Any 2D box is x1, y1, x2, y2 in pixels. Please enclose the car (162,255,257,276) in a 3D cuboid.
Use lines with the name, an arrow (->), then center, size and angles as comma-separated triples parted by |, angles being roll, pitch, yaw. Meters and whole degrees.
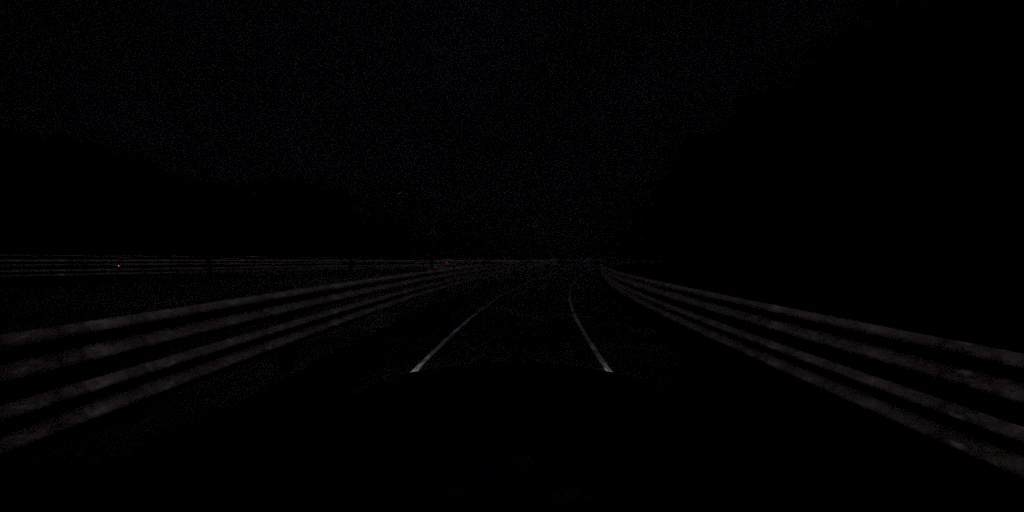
car -> -23.548, 0.728, 28.132 | 1.882, 1.535, 5.008 | 1, 0, 32

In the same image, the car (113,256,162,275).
car -> -27.581, 0.735, 28.265 | 2.033, 1.411, 5.357 | 1, 0, 32

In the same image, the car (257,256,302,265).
car -> -25.309, 0.727, 38.616 | 2.128, 1.511, 4.902 | 1, -1, 32

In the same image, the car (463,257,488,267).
car -> -5.738, 0.984, 57.024 | 2.097, 1.767, 4.553 | 1, 0, 32

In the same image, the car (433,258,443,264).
car -> -11.699, 1.080, 60.694 | 1.812, 1.442, 4.674 | 1, 0, 32

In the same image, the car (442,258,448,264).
car -> -8.708, 1.195, 58.882 | 1.895, 1.301, 4.718 | 1, 0, 32
